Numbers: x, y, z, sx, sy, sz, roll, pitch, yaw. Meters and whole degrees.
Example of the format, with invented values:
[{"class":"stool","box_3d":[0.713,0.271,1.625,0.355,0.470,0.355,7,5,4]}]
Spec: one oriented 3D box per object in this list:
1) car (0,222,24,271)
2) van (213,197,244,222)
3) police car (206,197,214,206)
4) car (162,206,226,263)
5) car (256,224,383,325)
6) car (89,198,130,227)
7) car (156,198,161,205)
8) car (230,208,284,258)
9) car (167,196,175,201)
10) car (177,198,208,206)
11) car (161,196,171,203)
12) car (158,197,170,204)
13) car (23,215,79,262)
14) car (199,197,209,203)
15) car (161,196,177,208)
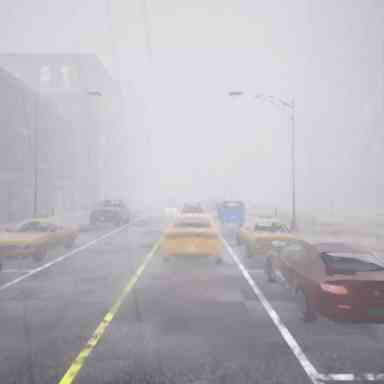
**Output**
[{"class":"car","box_3d":[-5.679,1.570,6.907,2.008,1.369,4.403,1,0,0]},{"class":"van","box_3d":[2.701,1.405,23.619,1.690,1.788,3.998,1,0,0]},{"class":"police car","box_3d":[3.127,1.535,39.786,1.930,1.638,5.238,0,0,0]},{"class":"car","box_3d":[0.058,1.511,12.236,1.882,1.535,5.008,0,0,2]},{"class":"car","box_3d":[2.700,1.601,6.908,1.802,1.307,4.206,1,0,0]},{"class":"car","box_3d":[-5.679,1.380,23.618,2.192,1.841,5.009,1,0,0]},{"class":"car","box_3d":[-5.689,1.722,62.605,1.887,1.381,4.507,1,0,0]},{"class":"car","box_3d":[2.700,1.559,12.648,1.752,1.417,4.829,1,0,0]},{"class":"car","box_3d":[-5.695,1.843,90.454,1.802,1.307,4.206,1,0,0]},{"class":"car","box_3d":[0.066,1.572,29.160,2.128,1.511,4.902,0,0,0]},{"class":"car","box_3d":[-5.690,1.650,73.745,1.967,1.590,4.097,1,0,0]},{"class":"car","box_3d":[-5.690,1.759,68.175,1.947,1.339,4.313,1,0,0]},{"class":"car","box_3d":[-5.680,1.559,12.308,1.752,1.417,4.829,1,0,0]},{"class":"car","box_3d":[2.689,1.760,73.745,2.008,1.369,4.403,1,0,0]},{"class":"car","box_3d":[-3.091,1.634,50.811,2.128,1.511,4.902,0,0,0]}]
